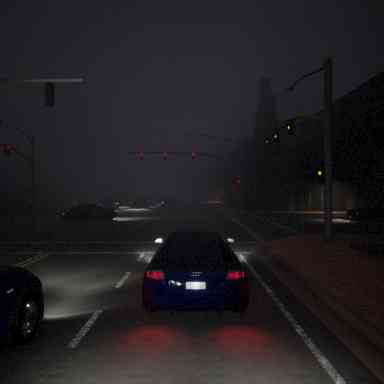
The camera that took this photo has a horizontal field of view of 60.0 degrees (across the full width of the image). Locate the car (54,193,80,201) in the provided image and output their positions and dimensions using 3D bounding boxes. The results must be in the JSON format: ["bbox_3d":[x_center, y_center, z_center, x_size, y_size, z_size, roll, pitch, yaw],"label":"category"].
[{"bbox_3d":[-24.937,1.156,65.664,3.866,1.878,1.905,0,0,0],"label":"car"}]

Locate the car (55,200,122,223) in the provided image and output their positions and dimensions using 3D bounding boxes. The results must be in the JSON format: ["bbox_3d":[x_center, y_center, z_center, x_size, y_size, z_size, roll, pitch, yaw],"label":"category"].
[{"bbox_3d":[-8.079,1.564,26.048,4.181,1.385,1.994,0,0,-41],"label":"car"}]

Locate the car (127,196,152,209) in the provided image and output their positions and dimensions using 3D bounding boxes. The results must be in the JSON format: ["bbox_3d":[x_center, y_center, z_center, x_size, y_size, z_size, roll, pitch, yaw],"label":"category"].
[{"bbox_3d":[-7.169,1.564,46.102,1.994,1.385,4.181,0,0,2],"label":"car"}]

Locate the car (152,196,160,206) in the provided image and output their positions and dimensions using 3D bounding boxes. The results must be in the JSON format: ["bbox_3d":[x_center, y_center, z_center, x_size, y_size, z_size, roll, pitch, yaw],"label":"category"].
[{"bbox_3d":[-6.961,1.526,54.863,1.812,1.442,4.674,0,0,2],"label":"car"}]

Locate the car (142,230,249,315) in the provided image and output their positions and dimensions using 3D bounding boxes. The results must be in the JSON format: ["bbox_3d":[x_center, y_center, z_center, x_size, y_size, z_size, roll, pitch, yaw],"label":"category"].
[{"bbox_3d":[0.066,1.564,7.677,1.994,1.385,4.181,0,0,0],"label":"car"}]

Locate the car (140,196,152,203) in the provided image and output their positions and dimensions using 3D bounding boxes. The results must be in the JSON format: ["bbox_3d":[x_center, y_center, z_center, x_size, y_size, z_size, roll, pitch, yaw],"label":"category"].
[{"bbox_3d":[-9.942,1.548,71.780,1.994,1.385,4.181,0,0,2],"label":"car"}]

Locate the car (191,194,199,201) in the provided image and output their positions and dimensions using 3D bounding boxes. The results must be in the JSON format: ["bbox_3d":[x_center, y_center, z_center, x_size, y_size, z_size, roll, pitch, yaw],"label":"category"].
[{"bbox_3d":[0.864,1.395,83.281,1.882,1.535,5.008,0,0,2],"label":"car"}]

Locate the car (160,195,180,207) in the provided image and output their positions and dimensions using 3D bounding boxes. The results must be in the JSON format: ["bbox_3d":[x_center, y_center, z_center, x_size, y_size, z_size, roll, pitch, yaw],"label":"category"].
[{"bbox_3d":[-3.380,1.505,50.911,1.837,1.490,4.892,0,0,1],"label":"car"}]

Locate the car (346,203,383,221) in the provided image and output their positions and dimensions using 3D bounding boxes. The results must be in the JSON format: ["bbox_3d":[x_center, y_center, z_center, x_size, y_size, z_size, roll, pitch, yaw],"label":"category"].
[{"bbox_3d":[15.241,1.547,26.458,5.357,1.411,2.033,0,0,0],"label":"car"}]

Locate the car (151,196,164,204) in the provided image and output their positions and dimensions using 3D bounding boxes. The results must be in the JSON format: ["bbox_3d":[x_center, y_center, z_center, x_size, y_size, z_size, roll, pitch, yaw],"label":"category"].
[{"bbox_3d":[-6.675,1.564,64.777,1.994,1.385,4.181,0,0,1],"label":"car"}]

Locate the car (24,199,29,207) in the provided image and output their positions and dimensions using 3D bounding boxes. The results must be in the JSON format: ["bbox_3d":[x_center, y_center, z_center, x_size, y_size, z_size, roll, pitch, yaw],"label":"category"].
[{"bbox_3d":[-24.912,1.156,46.041,3.866,1.878,1.905,0,0,0],"label":"car"}]

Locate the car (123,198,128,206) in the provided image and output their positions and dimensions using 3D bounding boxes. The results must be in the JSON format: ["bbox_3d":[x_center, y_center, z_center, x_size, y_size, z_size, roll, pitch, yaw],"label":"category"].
[{"bbox_3d":[-10.526,1.564,51.801,1.994,1.385,4.181,0,0,4],"label":"car"}]

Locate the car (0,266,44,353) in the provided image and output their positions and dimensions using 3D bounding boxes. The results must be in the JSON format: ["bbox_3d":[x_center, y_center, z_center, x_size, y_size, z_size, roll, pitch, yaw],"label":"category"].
[{"bbox_3d":[-3.442,1.352,3.538,2.097,1.767,4.553,0,0,0],"label":"car"}]

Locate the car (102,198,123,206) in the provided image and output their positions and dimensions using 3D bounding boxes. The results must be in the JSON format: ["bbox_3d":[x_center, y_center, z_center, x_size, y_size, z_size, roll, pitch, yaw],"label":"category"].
[{"bbox_3d":[-10.734,1.505,42.892,1.837,1.490,4.892,0,0,1],"label":"car"}]

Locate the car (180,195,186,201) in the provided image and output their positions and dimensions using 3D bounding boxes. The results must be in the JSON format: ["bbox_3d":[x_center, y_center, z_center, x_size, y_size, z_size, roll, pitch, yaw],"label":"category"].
[{"bbox_3d":[-2.642,1.553,83.094,1.994,1.385,4.181,0,0,2],"label":"car"}]

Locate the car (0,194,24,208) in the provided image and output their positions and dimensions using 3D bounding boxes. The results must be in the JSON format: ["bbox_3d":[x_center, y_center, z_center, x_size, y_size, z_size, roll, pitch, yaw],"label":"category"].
[{"bbox_3d":[-24.969,1.153,43.146,4.605,1.855,1.932,0,0,0],"label":"car"}]

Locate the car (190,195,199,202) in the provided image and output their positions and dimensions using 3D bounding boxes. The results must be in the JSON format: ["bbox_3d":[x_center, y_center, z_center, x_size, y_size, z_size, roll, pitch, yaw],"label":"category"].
[{"bbox_3d":[0.584,1.535,72.637,2.033,1.411,5.357,0,0,2],"label":"car"}]

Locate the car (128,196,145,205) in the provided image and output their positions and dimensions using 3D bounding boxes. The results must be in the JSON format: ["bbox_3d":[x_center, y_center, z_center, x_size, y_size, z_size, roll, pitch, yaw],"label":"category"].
[{"bbox_3d":[-10.269,1.492,61.738,2.128,1.511,4.902,0,0,2],"label":"car"}]
